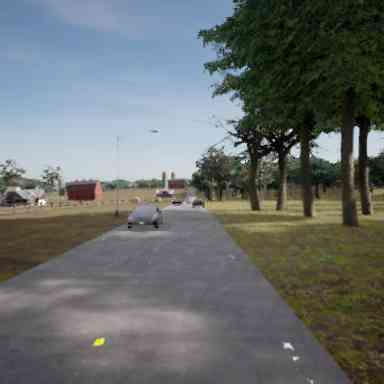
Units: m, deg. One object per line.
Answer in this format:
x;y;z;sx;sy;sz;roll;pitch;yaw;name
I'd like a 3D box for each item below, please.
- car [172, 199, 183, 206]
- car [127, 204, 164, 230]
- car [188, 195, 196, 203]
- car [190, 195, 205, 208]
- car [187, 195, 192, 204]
-2.749;1.914;63.358;1.895;1.301;4.718;0;-1;0;car
-2.844;1.484;21.077;1.812;1.442;4.674;0;0;0;car
0.018;1.769;87.291;2.150;2.045;5.566;0;-1;0;car
0.973;1.665;51.015;1.837;1.490;4.892;0;-1;0;car
0.014;1.769;69.638;1.812;1.442;4.674;0;-1;0;car
